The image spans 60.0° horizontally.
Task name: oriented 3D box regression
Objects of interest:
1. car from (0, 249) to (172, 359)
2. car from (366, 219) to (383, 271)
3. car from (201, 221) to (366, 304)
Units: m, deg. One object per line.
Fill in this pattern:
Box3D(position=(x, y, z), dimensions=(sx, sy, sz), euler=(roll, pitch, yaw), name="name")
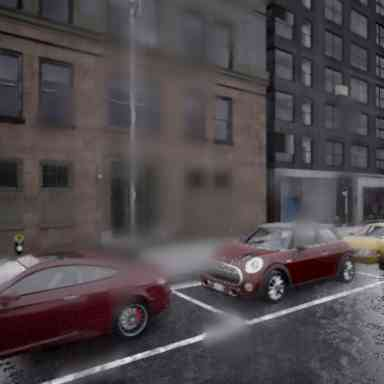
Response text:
Box3D(position=(-2.295, 1.591, 5.023), dimensions=(4.206, 1.307, 1.802), euler=(1, -1, -36), name="car")
Box3D(position=(6.527, 1.642, 11.320), dimensions=(4.829, 1.417, 1.752), euler=(1, -1, -36), name="car")
Box3D(position=(2.186, 1.504, 8.223), dimensions=(4.097, 1.590, 1.967), euler=(1, -1, -36), name="car")
